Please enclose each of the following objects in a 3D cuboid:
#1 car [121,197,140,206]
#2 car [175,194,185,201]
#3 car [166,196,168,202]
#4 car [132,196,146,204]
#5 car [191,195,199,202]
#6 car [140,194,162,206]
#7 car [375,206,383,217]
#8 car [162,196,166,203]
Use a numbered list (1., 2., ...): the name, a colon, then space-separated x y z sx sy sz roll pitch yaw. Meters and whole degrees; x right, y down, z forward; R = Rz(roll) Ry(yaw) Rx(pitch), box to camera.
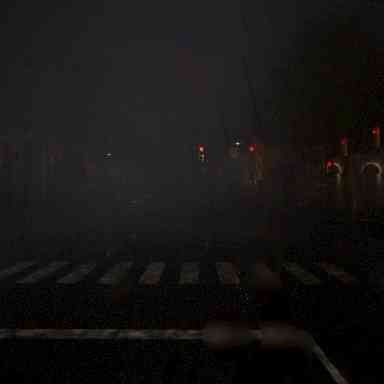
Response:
1. car: -10.181 1.547 54.364 2.033 1.411 5.357 0 0 1
2. car: -2.773 1.279 78.653 2.097 1.767 4.553 0 0 1
3. car: -6.358 1.595 73.838 1.895 1.301 4.718 0 0 1
4. car: -10.084 1.564 63.595 1.994 1.385 4.181 0 0 1
5. car: 0.727 1.450 78.623 2.128 1.511 4.902 0 0 1
6. car: -6.688 1.547 54.193 2.033 1.411 5.357 0 0 1
7. car: 18.598 1.526 29.196 4.674 1.442 1.812 0 0 1
8. car: -6.581 1.526 63.782 1.812 1.442 4.674 0 0 1
